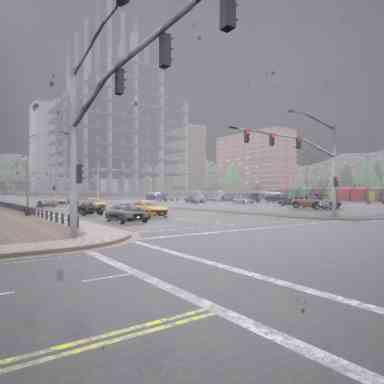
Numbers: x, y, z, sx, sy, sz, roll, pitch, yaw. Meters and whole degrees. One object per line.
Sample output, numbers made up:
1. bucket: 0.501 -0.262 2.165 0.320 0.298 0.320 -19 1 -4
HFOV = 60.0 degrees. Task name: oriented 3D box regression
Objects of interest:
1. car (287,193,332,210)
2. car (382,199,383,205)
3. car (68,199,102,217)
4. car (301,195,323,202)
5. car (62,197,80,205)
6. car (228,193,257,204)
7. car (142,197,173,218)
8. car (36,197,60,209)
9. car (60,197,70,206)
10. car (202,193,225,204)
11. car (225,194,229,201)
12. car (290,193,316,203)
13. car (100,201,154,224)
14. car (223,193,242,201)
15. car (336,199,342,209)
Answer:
1. car: 14.251 1.153 40.269 1.932 1.855 4.605 0 0 -35
2. car: 32.642 1.156 53.263 1.905 1.878 3.866 0 0 -35
3. car: -10.030 1.601 31.866 1.895 1.301 4.718 0 0 -35
4. car: 24.906 1.364 69.173 1.784 1.438 3.905 0 0 -35
5. car: -22.544 1.564 61.818 1.994 1.385 4.181 0 0 -35
6. car: 8.763 1.395 57.717 1.970 1.475 3.806 0 0 -35
7. car: -3.888 1.478 29.280 1.882 1.535 5.008 0 0 -35
8. car: -20.364 1.525 46.417 1.812 1.442 4.674 0 0 -35
9. car: -22.071 1.483 54.949 1.882 1.535 5.008 0 0 -35
10. car: 4.748 1.395 73.376 1.970 1.475 3.806 0 0 -35
11. car: 7.111 1.364 75.048 1.784 1.438 3.905 0 0 -35
12. car: 22.504 1.153 67.552 1.932 1.855 4.605 0 0 -35
13. car: -4.871 1.564 24.630 1.994 1.385 4.181 0 0 -35
14. car: 9.273 1.153 76.639 1.932 1.855 4.605 0 0 -35
15. car: 16.645 1.156 41.896 1.905 1.878 3.866 0 0 -35
